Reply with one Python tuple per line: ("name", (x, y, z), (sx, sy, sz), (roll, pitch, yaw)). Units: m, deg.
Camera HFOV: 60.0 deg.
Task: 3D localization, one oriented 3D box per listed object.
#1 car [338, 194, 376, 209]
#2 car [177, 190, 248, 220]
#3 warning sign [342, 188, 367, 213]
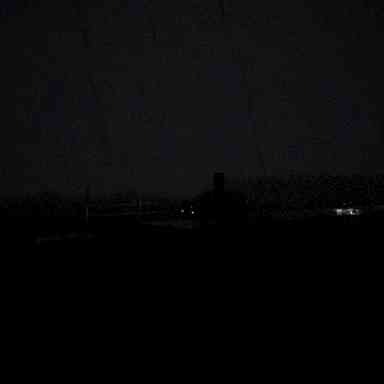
("car", (17.405, 0.948, 34.961), (4.892, 1.490, 1.837), (-1, 0, -33))
("car", (1.635, 0.913, 24.540), (5.566, 2.045, 2.150), (-1, 0, -33))
("warning sign", (12.310, 0.629, 25.263), (1.060, 1.860, 1.300), (0, -1, -34))
